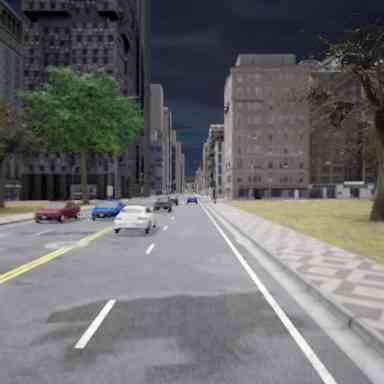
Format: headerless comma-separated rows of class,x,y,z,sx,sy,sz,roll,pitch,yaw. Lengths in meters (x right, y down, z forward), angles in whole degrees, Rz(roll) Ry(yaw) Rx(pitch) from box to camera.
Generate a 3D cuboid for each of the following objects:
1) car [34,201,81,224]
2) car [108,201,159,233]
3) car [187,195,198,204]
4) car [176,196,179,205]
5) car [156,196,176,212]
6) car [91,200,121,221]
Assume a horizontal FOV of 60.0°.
car,-9.790,1.412,24.581,1.882,1.535,5.008,0,0,1
car,-3.148,1.474,18.955,1.812,1.442,4.674,0,0,0
car,0.076,1.361,61.420,1.882,1.535,5.008,0,0,0
car,-3.145,1.367,54.081,1.882,1.535,5.008,0,0,0
car,-3.145,1.418,36.958,1.837,1.490,4.892,0,1,0
car,-6.520,1.408,26.544,1.882,1.535,5.008,0,0,1
